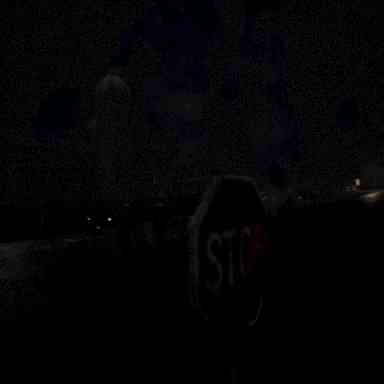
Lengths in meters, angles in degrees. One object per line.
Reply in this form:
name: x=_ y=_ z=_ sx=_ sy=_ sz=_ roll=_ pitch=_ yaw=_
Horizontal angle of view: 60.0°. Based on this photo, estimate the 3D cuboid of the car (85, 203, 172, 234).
car: x=-3.170 y=1.277 z=17.369 sx=1.895 sy=1.301 sz=4.718 roll=-2 pitch=1 yaw=34

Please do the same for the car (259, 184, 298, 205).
car: x=8.440 y=0.234 z=33.708 sx=2.150 sy=2.045 sz=5.566 roll=-2 pitch=1 yaw=36

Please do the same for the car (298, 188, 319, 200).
car: x=14.663 y=0.230 z=42.345 sx=2.033 sy=1.411 sz=5.357 roll=-2 pitch=1 yaw=36
